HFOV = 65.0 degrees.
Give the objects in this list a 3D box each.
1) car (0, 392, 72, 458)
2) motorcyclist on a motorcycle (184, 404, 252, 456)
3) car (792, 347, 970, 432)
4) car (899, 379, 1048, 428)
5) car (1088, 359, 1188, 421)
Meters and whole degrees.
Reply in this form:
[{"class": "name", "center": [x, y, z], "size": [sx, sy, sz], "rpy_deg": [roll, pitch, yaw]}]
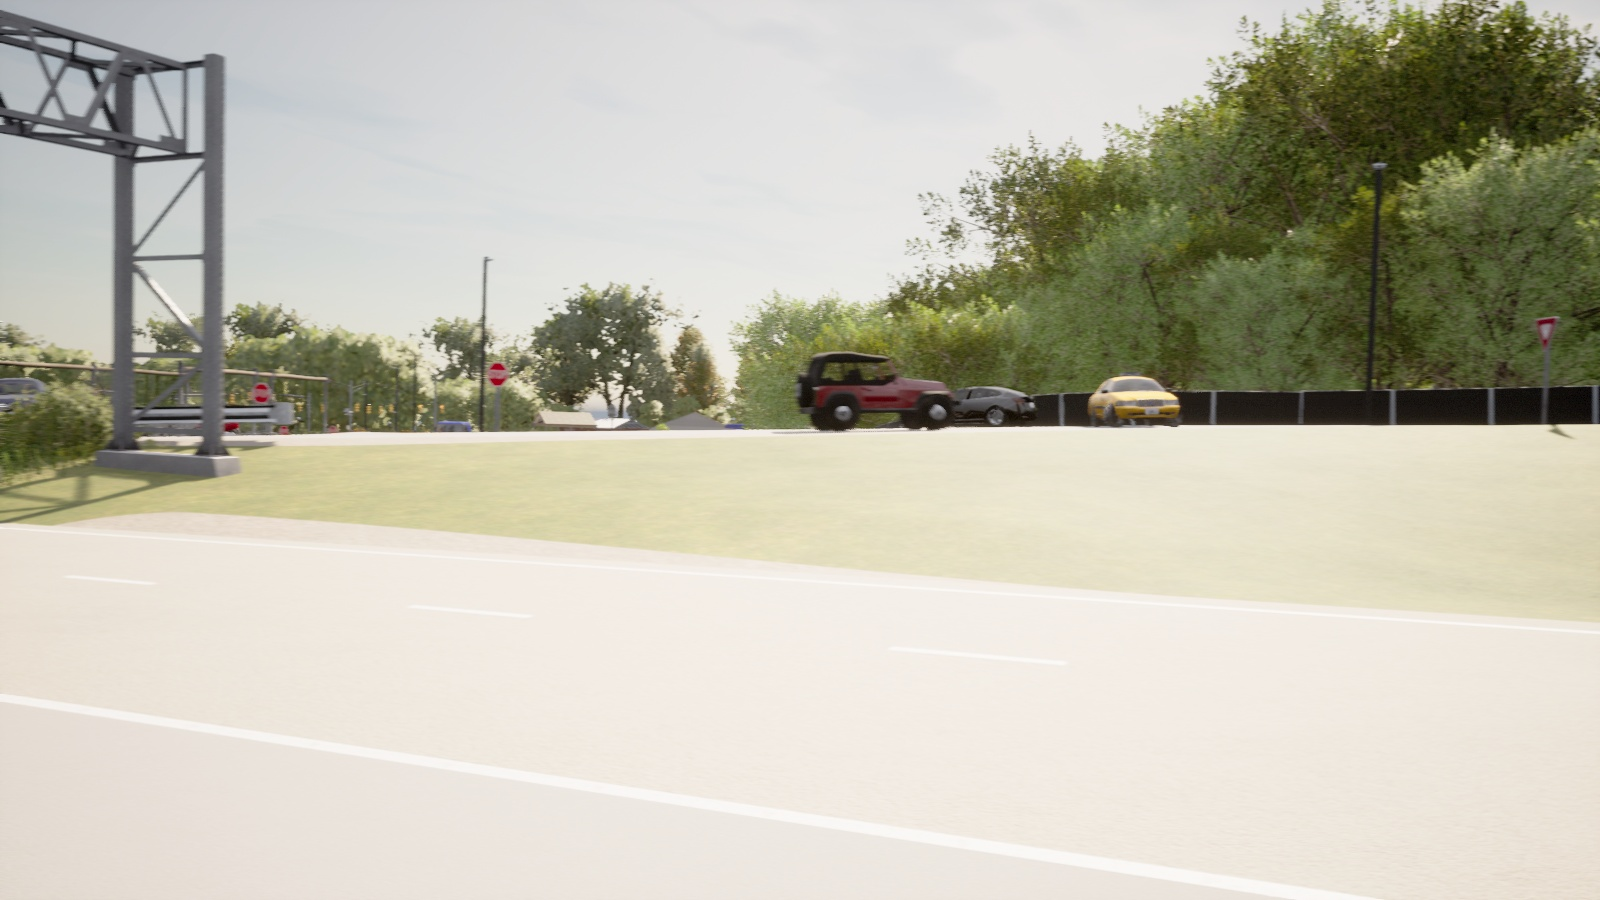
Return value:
[{"class": "car", "center": [-19.252, -0.590, 30.986], "size": [1.845, 1.501, 3.633], "rpy_deg": [-3, 1, -25]}, {"class": "motorcyclist on a motorcycle", "center": [-18.774, -0.644, 40.550], "size": [0.866, 1.590, 1.817], "rpy_deg": [-2, 0, 25]}, {"class": "car", "center": [1.920, -1.448, 30.373], "size": [3.866, 1.878, 1.905], "rpy_deg": [-2, 1, -12]}, {"class": "car", "center": [6.186, -1.631, 44.974], "size": [4.792, 1.488, 2.163], "rpy_deg": [-2, 0, 33]}, {"class": "car", "center": [9.506, -1.656, 35.722], "size": [1.801, 1.575, 5.366], "rpy_deg": [-2, 2, 5]}]
